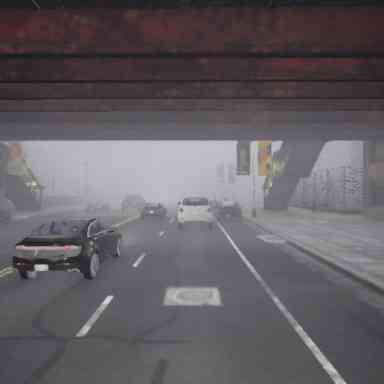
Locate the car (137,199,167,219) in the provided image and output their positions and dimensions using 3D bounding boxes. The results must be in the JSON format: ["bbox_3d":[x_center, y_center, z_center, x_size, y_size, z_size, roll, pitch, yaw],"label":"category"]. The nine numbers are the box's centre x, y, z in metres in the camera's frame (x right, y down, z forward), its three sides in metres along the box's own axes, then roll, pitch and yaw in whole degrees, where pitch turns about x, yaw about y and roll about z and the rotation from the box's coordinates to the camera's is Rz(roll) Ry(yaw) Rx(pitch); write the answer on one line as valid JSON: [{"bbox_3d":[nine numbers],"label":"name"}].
[{"bbox_3d":[-3.262,1.580,28.994,1.994,1.385,4.181,0,0,0],"label":"car"}]

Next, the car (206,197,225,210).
[{"bbox_3d":[3.057,1.505,44.640,2.097,1.535,5.008,0,0,0],"label":"car"}]

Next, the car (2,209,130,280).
[{"bbox_3d":[-3.383,1.497,9.931,2.128,1.511,4.902,0,0,0],"label":"car"}]

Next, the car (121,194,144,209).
[{"bbox_3d":[-6.905,1.246,39.503,2.150,2.045,5.566,0,0,0],"label":"car"}]

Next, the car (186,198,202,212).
[{"bbox_3d":[0.254,1.528,40.932,1.837,1.490,4.892,0,0,0],"label":"car"}]

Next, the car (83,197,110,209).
[{"bbox_3d":[-10.421,1.547,36.855,1.812,1.442,4.674,0,0,0],"label":"car"}]

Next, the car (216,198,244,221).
[{"bbox_3d":[3.150,1.497,27.440,2.231,1.521,4.892,0,0,10],"label":"car"}]

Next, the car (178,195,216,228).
[{"bbox_3d":[0.217,1.237,22.323,2.150,2.045,5.566,0,0,0],"label":"car"}]
